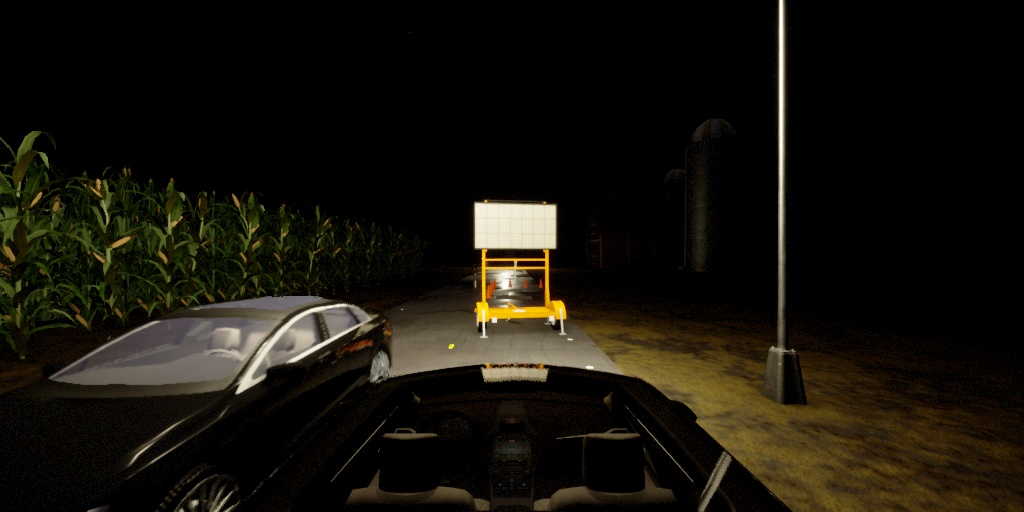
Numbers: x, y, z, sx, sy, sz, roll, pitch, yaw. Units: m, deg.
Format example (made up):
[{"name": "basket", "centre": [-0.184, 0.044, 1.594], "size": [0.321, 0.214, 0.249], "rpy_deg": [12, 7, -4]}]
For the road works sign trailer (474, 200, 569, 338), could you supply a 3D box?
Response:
[{"name": "road works sign trailer", "centre": [0.079, 0.219, 10.310], "size": [2.380, 3.560, 2.880], "rpy_deg": [0, 0, -9]}]

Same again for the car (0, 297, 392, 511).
[{"name": "car", "centre": [-2.738, 1.241, 3.605], "size": [2.128, 1.511, 4.902], "rpy_deg": [0, 0, 0]}]
